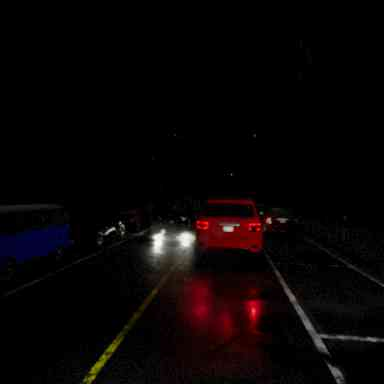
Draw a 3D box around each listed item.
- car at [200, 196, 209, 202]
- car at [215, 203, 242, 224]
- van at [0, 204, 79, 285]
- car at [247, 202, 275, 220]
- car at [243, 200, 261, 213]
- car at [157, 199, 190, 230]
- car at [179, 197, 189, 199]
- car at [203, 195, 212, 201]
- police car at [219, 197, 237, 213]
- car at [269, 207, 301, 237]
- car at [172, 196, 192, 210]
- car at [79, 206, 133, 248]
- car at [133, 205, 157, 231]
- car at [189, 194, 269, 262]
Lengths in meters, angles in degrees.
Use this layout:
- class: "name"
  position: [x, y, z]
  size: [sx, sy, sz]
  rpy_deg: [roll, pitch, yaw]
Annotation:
- class: "car"
  position: [2.996, 1.625, 78.570]
  size: [1.802, 1.307, 4.206]
  rpy_deg: [1, 0, 7]
- class: "car"
  position: [2.911, 1.641, 26.327]
  size: [1.895, 1.301, 4.718]
  rpy_deg: [1, 0, 6]
- class: "van"
  position: [-4.842, 1.227, 8.899]
  size: [1.690, 1.788, 3.998]
  rpy_deg: [1, 0, 6]
- class: "car"
  position: [6.075, 1.657, 29.818]
  size: [2.008, 1.369, 4.403]
  rpy_deg: [1, 0, 6]
- class: "car"
  position: [7.301, 1.692, 40.752]
  size: [1.947, 1.339, 4.313]
  rpy_deg: [1, 0, 6]
- class: "car"
  position: [-0.874, 1.440, 21.249]
  size: [1.882, 1.535, 5.008]
  rpy_deg: [1, 0, 6]
- class: "car"
  position: [-1.783, 1.514, 36.235]
  size: [1.802, 1.307, 4.206]
  rpy_deg: [1, 0, 6]
- class: "car"
  position: [4.221, 1.633, 89.318]
  size: [2.008, 1.369, 4.403]
  rpy_deg: [1, 0, 7]
- class: "police car"
  position: [4.369, 1.488, 40.187]
  size: [1.930, 1.638, 5.238]
  rpy_deg: [1, 0, 6]
- class: "car"
  position: [4.852, 1.528, 18.884]
  size: [1.967, 1.590, 4.097]
  rpy_deg: [1, 0, 6]
- class: "car"
  position: [-1.167, 1.382, 41.702]
  size: [1.967, 1.590, 4.097]
  rpy_deg: [1, 0, 6]
- class: "car"
  position: [-4.234, 1.461, 14.367]
  size: [1.947, 1.339, 4.313]
  rpy_deg: [1, 0, 6]
- class: "car"
  position: [-3.621, 1.486, 19.834]
  size: [1.802, 1.307, 4.206]
  rpy_deg: [1, 0, 6]
- class: "car"
  position: [1.371, 1.233, 12.521]
  size: [2.150, 2.045, 5.566]
  rpy_deg: [1, -1, 6]
